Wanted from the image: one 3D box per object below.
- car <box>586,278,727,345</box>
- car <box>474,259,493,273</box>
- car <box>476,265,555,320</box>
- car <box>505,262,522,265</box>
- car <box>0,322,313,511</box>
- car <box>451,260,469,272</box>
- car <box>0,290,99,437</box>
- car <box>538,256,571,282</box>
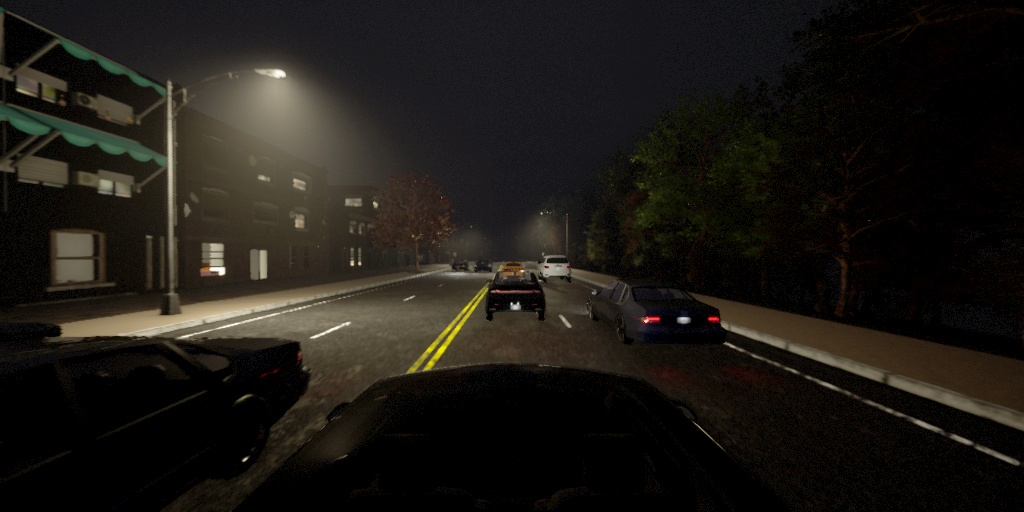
[{"bbox_3d":[3.354,1.301,9.508,2.033,1.411,5.357,0,0,0],"label":"car"},{"bbox_3d":[-3.399,1.122,43.341,2.097,1.767,4.553,0,0,0],"label":"car"},{"bbox_3d":[0.103,1.247,12.659,2.128,1.511,4.902,0,0,0],"label":"car"},{"bbox_3d":[0.109,1.242,31.046,1.882,1.535,5.008,0,0,0],"label":"car"},{"bbox_3d":[-3.352,1.297,2.004,2.033,1.411,5.357,0,0,0],"label":"car"},{"bbox_3d":[-6.685,1.266,46.604,2.128,1.511,4.902,0,0,-1],"label":"car"},{"bbox_3d":[-6.600,1.228,2.403,1.882,1.535,5.008,0,0,0],"label":"car"},{"bbox_3d":[3.358,0.985,28.861,2.150,2.045,5.566,0,0,0],"label":"car"}]
